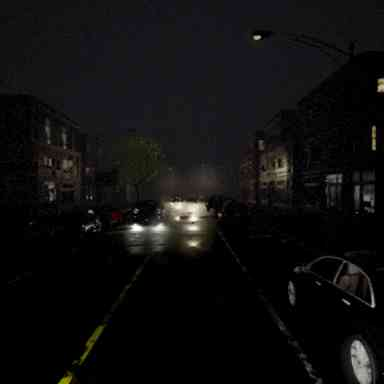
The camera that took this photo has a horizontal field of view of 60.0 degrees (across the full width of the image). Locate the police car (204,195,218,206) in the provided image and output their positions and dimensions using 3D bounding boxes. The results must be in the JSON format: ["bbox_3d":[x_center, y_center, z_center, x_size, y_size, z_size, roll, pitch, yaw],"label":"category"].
[{"bbox_3d":[2.997,1.338,52.927,1.930,1.638,5.238,0,0,0],"label":"police car"}]

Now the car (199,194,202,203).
[{"bbox_3d":[2.685,1.435,65.957,1.887,1.381,4.507,-1,0,0],"label":"car"}]

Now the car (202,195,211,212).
[{"bbox_3d":[2.684,1.252,38.236,2.192,1.841,5.009,-1,0,0],"label":"car"}]

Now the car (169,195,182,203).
[{"bbox_3d":[-3.015,1.384,65.502,1.837,1.490,4.892,0,0,0],"label":"car"}]

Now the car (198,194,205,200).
[{"bbox_3d":[2.684,1.367,93.847,1.752,1.417,4.829,-1,0,0],"label":"car"}]

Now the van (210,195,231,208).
[{"bbox_3d":[2.685,1.296,27.148,1.690,1.788,3.998,-1,0,0],"label":"van"}]

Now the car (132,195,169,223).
[{"bbox_3d":[-3.100,1.311,24.913,2.097,1.767,4.553,0,0,0],"label":"car"}]

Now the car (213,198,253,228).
[{"bbox_3d":[2.685,1.405,21.604,1.967,1.590,4.097,-1,0,0],"label":"car"}]

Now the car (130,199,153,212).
[{"bbox_3d":[-5.695,1.503,38.236,1.947,1.339,4.313,-1,0,0],"label":"car"}]

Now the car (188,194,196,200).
[{"bbox_3d":[-0.003,1.227,83.696,1.994,1.385,4.181,0,0,0],"label":"car"}]

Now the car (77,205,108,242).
[{"bbox_3d":[-5.693,1.540,16.060,1.947,1.339,4.313,-1,0,0],"label":"car"}]

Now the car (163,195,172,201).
[{"bbox_3d":[-5.695,1.453,77.044,1.802,1.307,4.206,-1,0,0],"label":"car"}]

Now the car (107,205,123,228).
[{"bbox_3d":[-5.694,1.510,21.604,1.887,1.381,4.507,-1,0,0],"label":"car"}]

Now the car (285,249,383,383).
[{"bbox_3d":[2.687,1.543,4.973,2.008,1.369,4.403,-1,0,0],"label":"car"}]

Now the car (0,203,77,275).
[{"bbox_3d":[-5.695,1.298,10.516,2.192,1.841,5.009,-1,0,0],"label":"car"}]

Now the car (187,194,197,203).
[{"bbox_3d":[-0.002,1.367,66.933,1.882,1.535,5.008,0,0,0],"label":"car"}]
